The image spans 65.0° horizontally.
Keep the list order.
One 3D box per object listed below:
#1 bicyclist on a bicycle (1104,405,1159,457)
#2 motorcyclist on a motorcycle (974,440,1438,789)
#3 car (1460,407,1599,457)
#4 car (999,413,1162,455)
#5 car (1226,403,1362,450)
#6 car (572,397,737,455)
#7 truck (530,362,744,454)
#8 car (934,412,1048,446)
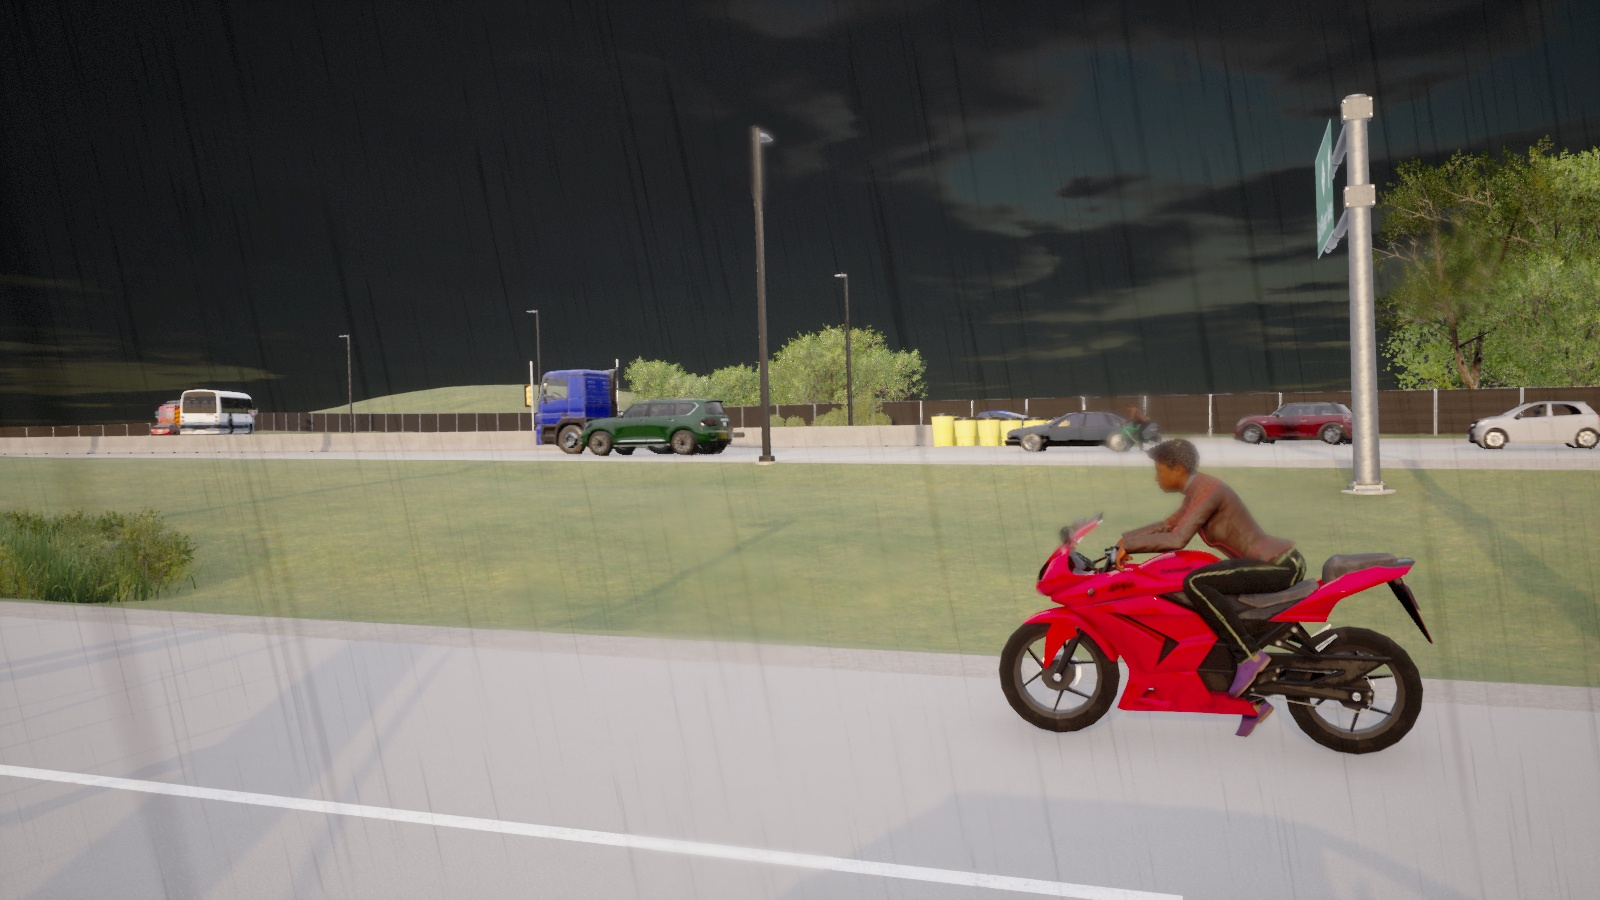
[{"bbox_3d":[10.598,-0.597,40.102,1.656,1.620,0.582,0,1,19],"label":"bicyclist on a bicycle"},{"bbox_3d":[1.955,0.718,6.227,2.044,1.523,0.797,1,1,19],"label":"motorcyclist on a motorcycle"},{"bbox_3d":[22.951,-0.567,39.501,3.633,1.501,1.845,0,1,19],"label":"car"},{"bbox_3d":[9.846,-0.554,44.071,5.357,1.411,2.033,0,1,19],"label":"car"},{"bbox_3d":[19.406,-0.936,49.368,4.553,1.767,2.097,1,2,38],"label":"car"},{"bbox_3d":[-5.277,-0.855,45.634,5.566,2.045,2.150,0,1,19],"label":"car"},{"bbox_3d":[-6.447,-1.609,49.738,7.936,3.462,2.891,0,1,19],"label":"truck"},{"bbox_3d":[8.810,-0.998,58.149,5.008,1.535,1.882,1,2,41],"label":"car"}]
